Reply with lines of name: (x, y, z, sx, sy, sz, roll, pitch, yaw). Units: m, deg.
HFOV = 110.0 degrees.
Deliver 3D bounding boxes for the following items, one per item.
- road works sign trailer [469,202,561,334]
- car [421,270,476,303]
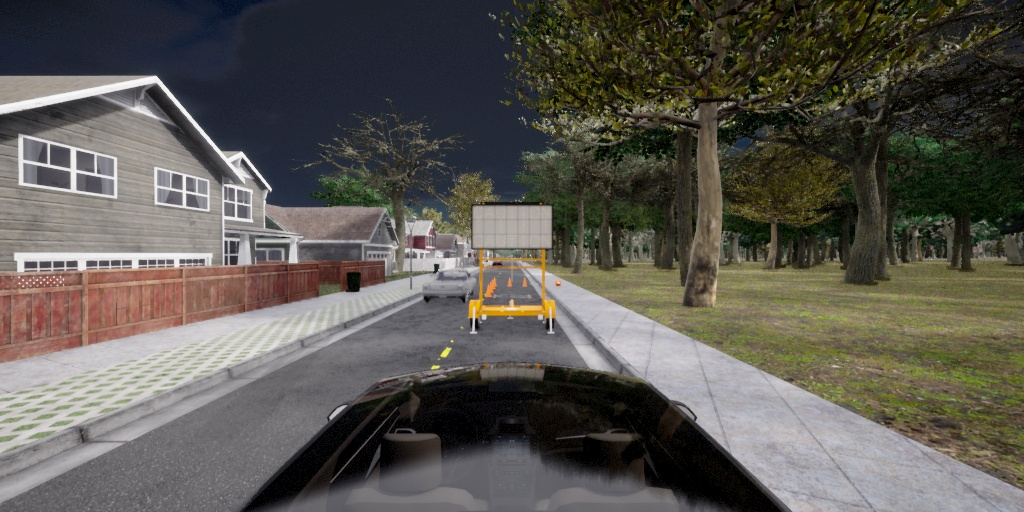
road works sign trailer: (0.008, 0.214, 10.633, 2.380, 3.560, 2.880, 0, 0, 0)
car: (-2.839, 1.351, 16.918, 1.895, 1.301, 4.718, 0, 0, 0)
